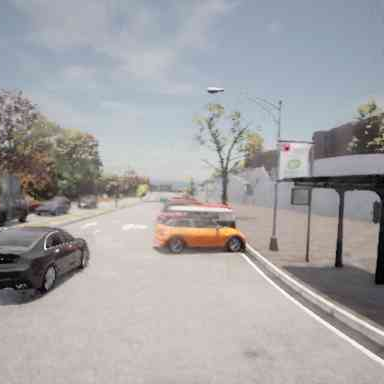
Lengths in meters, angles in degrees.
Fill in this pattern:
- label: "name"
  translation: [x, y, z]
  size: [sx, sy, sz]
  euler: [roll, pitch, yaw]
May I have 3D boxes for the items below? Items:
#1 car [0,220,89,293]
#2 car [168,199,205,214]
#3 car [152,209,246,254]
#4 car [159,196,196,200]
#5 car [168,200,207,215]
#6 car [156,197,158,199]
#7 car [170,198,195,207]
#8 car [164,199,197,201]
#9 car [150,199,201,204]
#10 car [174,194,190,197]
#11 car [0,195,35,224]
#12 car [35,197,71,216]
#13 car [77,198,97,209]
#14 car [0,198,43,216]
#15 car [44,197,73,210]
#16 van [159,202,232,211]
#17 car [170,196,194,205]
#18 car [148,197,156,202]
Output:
- label: "car"
  translation: [-4.467, 1.767, 9.706]
  size: [1.837, 1.490, 4.892]
  euler: [2, -1, -1]
- label: "car"
  translation: [-0.815, 2.026, 46.605]
  size: [4.553, 1.767, 2.185]
  euler: [3, -1, -23]
- label: "car"
  translation: [0.434, 1.991, 16.582]
  size: [4.553, 1.767, 2.185]
  euler: [3, 0, -22]
- label: "car"
  translation: [-0.206, 1.884, 34.636]
  size: [5.566, 2.045, 2.435]
  euler: [3, 0, -23]
- label: "car"
  translation: [-0.616, 2.022, 43.625]
  size: [4.553, 1.767, 2.185]
  euler: [3, 0, -23]
- label: "car"
  translation: [-7.879, 2.070, 90.731]
  size: [2.097, 1.767, 4.553]
  euler: [2, 0, -3]
- label: "car"
  translation: [-2.035, 2.327, 73.592]
  size: [5.008, 1.535, 2.097]
  euler: [3, -1, -23]
- label: "car"
  translation: [0.182, 1.877, 25.631]
  size: [5.566, 2.045, 2.435]
  euler: [3, 0, -22]
- label: "car"
  translation: [0.251, 1.872, 22.595]
  size: [5.566, 2.045, 2.435]
  euler: [3, 0, -22]
- label: "car"
  translation: [-1.028, 1.926, 52.628]
  size: [5.566, 2.045, 2.435]
  euler: [3, -1, -23]
- label: "car"
  translation: [-13.675, 1.289, 23.690]
  size: [2.150, 2.045, 5.566]
  euler: [2, 0, -3]
- label: "car"
  translation: [-14.114, 1.623, 33.932]
  size: [2.033, 1.411, 5.357]
  euler: [2, 0, -3]
- label: "car"
  translation: [-14.684, 1.589, 46.889]
  size: [2.128, 1.511, 4.902]
  euler: [2, 0, -2]
- label: "car"
  translation: [-17.097, 1.431, 33.678]
  size: [1.882, 1.535, 5.008]
  euler: [2, 0, -3]
- label: "car"
  translation: [-17.551, 1.445, 43.900]
  size: [1.882, 1.535, 5.008]
  euler: [2, 0, -2]
- label: "van"
  translation: [0.275, 1.891, 19.556]
  size: [4.442, 1.987, 1.878]
  euler: [3, 0, -22]
- label: "car"
  translation: [-2.677, 2.159, 88.603]
  size: [5.566, 2.045, 2.435]
  euler: [3, 0, -23]
- label: "car"
  translation: [-10.898, 2.117, 90.987]
  size: [1.812, 1.442, 4.674]
  euler: [2, 0, -3]
